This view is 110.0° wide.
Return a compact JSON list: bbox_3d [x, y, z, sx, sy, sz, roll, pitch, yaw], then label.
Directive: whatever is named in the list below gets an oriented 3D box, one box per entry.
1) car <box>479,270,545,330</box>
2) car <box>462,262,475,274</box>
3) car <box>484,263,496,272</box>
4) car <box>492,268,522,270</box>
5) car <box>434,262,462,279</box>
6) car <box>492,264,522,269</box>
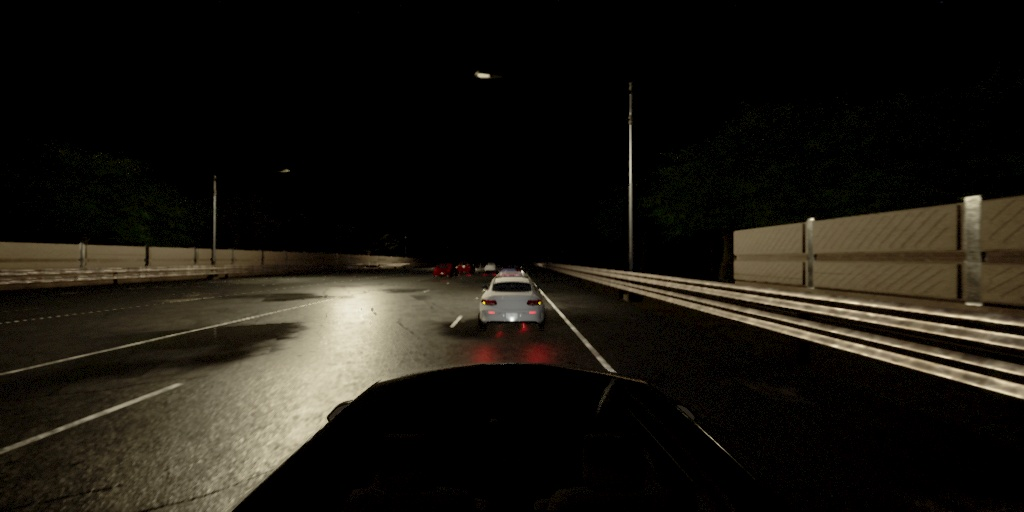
[{"bbox_3d":[0.003,1.344,11.287,1.812,1.442,4.674,0,0,0],"label":"car"},{"bbox_3d":[-6.544,1.585,51.316,2.097,1.767,4.553,0,0,2],"label":"car"},{"bbox_3d":[-2.986,1.757,52.906,1.812,1.442,4.674,0,-2,2],"label":"car"},{"bbox_3d":[-0.004,1.476,19.138,1.895,1.301,4.718,0,0,0],"label":"car"},{"bbox_3d":[-6.886,1.554,37.809,1.882,1.535,5.008,0,0,1],"label":"car"},{"bbox_3d":[-0.109,1.513,26.873,1.994,1.385,4.181,0,0,3],"label":"car"}]
